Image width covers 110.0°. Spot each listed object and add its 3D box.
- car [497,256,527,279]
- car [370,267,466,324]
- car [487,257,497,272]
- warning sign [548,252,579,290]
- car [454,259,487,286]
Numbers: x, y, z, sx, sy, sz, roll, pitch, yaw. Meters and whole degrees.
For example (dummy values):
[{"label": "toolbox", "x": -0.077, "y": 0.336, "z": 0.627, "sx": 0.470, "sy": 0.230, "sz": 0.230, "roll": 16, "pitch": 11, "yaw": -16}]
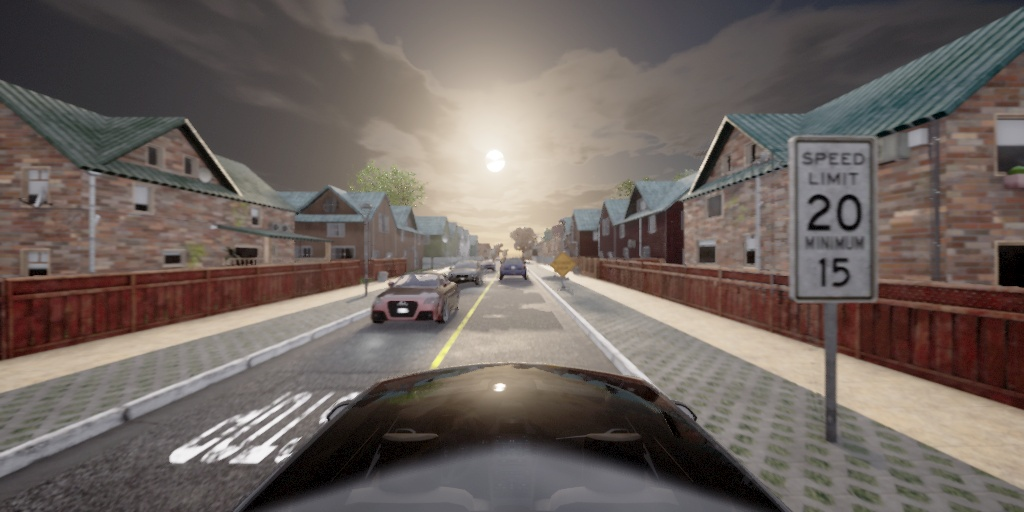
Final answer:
[{"label": "car", "x": 0.104, "y": 0.856, "z": 28.690, "sx": 2.097, "sy": 1.767, "sz": 4.553, "roll": 0, "pitch": 0, "yaw": 0}, {"label": "car", "x": -2.843, "y": 1.213, "z": 11.352, "sx": 1.994, "sy": 1.385, "sz": 4.181, "roll": 0, "pitch": 1, "yaw": 1}, {"label": "car", "x": -2.752, "y": 1.030, "z": 39.639, "sx": 1.895, "sy": 1.301, "sz": 4.718, "roll": 0, "pitch": 0, "yaw": 0}, {"label": "warning sign", "x": 2.520, "y": 0.705, "z": 17.644, "sx": 1.300, "sy": 1.860, "sz": 1.060, "roll": 0, "pitch": 0, "yaw": 0}, {"label": "car", "x": -2.843, "y": 1.056, "z": 22.906, "sx": 1.837, "sy": 1.490, "sz": 4.892, "roll": 0, "pitch": 0, "yaw": 0}]
